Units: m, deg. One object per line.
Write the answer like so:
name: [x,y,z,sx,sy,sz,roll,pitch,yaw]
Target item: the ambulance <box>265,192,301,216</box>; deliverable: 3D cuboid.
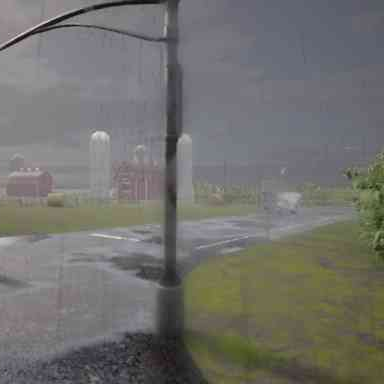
ambulance: [9.891,1.270,36.435,2.351,2.431,6.366,1,0,36]
